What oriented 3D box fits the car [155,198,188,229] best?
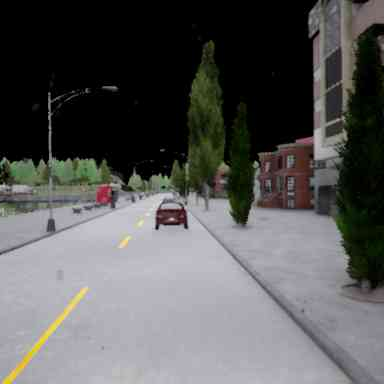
[{"bbox_3d":[-1.303,1.359,20.916,1.882,1.535,5.008,-1,0,-4],"label":"car"}]
